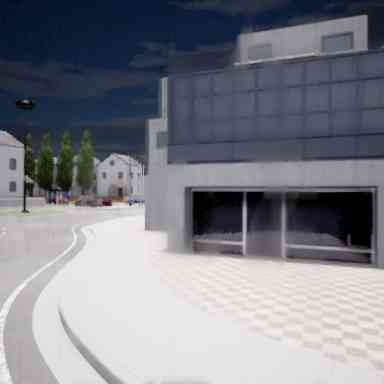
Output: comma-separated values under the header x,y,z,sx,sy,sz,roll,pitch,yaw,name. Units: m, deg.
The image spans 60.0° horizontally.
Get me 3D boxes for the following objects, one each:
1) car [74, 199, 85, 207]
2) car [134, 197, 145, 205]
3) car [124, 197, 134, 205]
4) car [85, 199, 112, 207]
x,y,z,sx,sy,sz,roll,pitch,yaw,name
-17.839,1.783,55.881,1.994,1.385,4.181,0,0,21,car
-9.352,1.706,68.630,2.097,1.767,4.553,0,0,20,car
-12.514,1.818,70.174,1.882,1.535,5.008,0,0,20,car
-14.788,1.793,54.084,1.994,1.385,4.181,0,0,21,car
